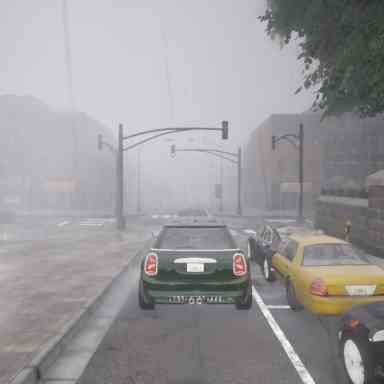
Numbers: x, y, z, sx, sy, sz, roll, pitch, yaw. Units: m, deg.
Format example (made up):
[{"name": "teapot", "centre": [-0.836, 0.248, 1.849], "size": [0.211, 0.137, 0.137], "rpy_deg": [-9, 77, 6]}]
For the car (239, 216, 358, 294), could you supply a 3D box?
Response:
[{"name": "car", "centre": [2.664, 1.548, 9.571], "size": [2.008, 1.369, 4.403], "rpy_deg": [-1, 0, 0]}]

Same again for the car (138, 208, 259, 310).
[{"name": "car", "centre": [0.076, 1.350, 7.978], "size": [2.097, 1.767, 4.553], "rpy_deg": [0, 0, 0]}]

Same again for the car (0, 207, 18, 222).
[{"name": "car", "centre": [-14.727, 1.426, 23.071], "size": [4.892, 1.490, 1.837], "rpy_deg": [1, 1, 0]}]

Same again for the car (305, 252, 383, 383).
[{"name": "car", "centre": [2.625, 1.550, 2.435], "size": [2.008, 1.369, 4.403], "rpy_deg": [-1, 0, 0]}]

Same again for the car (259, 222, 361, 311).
[{"name": "car", "centre": [2.685, 1.523, 7.597], "size": [1.752, 1.417, 4.829], "rpy_deg": [-1, 0, 0]}]

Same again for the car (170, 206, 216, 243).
[{"name": "car", "centre": [0.035, 1.555, 17.412], "size": [2.033, 1.411, 5.357], "rpy_deg": [0, 0, 0]}]
